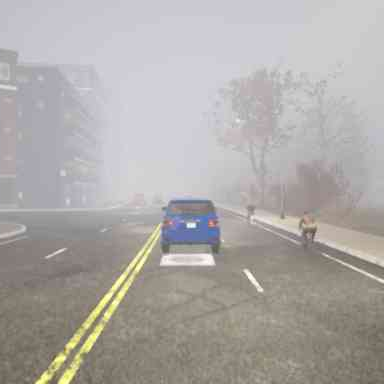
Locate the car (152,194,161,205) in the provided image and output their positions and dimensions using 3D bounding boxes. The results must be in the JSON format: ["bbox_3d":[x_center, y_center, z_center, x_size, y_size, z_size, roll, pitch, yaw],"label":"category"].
[{"bbox_3d":[-5.891,1.564,58.118,1.994,1.385,4.181,0,0,-4],"label":"car"}]

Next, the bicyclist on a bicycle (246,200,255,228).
[{"bbox_3d":[3.752,1.371,21.432,0.659,1.776,1.843,0,0,-2],"label":"bicyclist on a bicycle"}]

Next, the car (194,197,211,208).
[{"bbox_3d":[1.473,1.545,49.411,2.033,1.411,5.357,0,0,-4],"label":"car"}]

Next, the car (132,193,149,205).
[{"bbox_3d":[-9.097,1.225,57.549,2.150,2.045,5.566,0,0,-4],"label":"car"}]

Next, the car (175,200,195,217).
[{"bbox_3d":[-0.748,1.529,32.439,1.812,1.442,4.674,0,0,-3],"label":"car"}]

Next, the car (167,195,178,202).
[{"bbox_3d":[-4.670,1.508,78.905,2.128,1.511,4.902,0,0,-7],"label":"car"}]

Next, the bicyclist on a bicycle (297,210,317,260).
[{"bbox_3d":[4.007,1.453,11.549,0.582,1.620,1.656,0,0,-1],"label":"bicyclist on a bicycle"}]

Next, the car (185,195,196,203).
[{"bbox_3d":[-0.384,1.465,69.671,1.882,1.535,5.008,0,0,-6],"label":"car"}]

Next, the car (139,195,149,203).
[{"bbox_3d":[-10.625,1.520,73.749,2.128,1.511,4.902,0,0,-6],"label":"car"}]

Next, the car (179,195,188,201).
[{"bbox_3d":[-2.135,1.501,85.042,1.812,1.442,4.674,0,0,-7],"label":"car"}]

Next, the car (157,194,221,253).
[{"bbox_3d":[-0.084,1.224,13.924,2.150,2.045,5.566,0,0,-1],"label":"car"}]

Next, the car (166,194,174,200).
[{"bbox_3d":[-5.904,1.380,88.873,1.837,1.490,4.892,0,0,-8],"label":"car"}]
